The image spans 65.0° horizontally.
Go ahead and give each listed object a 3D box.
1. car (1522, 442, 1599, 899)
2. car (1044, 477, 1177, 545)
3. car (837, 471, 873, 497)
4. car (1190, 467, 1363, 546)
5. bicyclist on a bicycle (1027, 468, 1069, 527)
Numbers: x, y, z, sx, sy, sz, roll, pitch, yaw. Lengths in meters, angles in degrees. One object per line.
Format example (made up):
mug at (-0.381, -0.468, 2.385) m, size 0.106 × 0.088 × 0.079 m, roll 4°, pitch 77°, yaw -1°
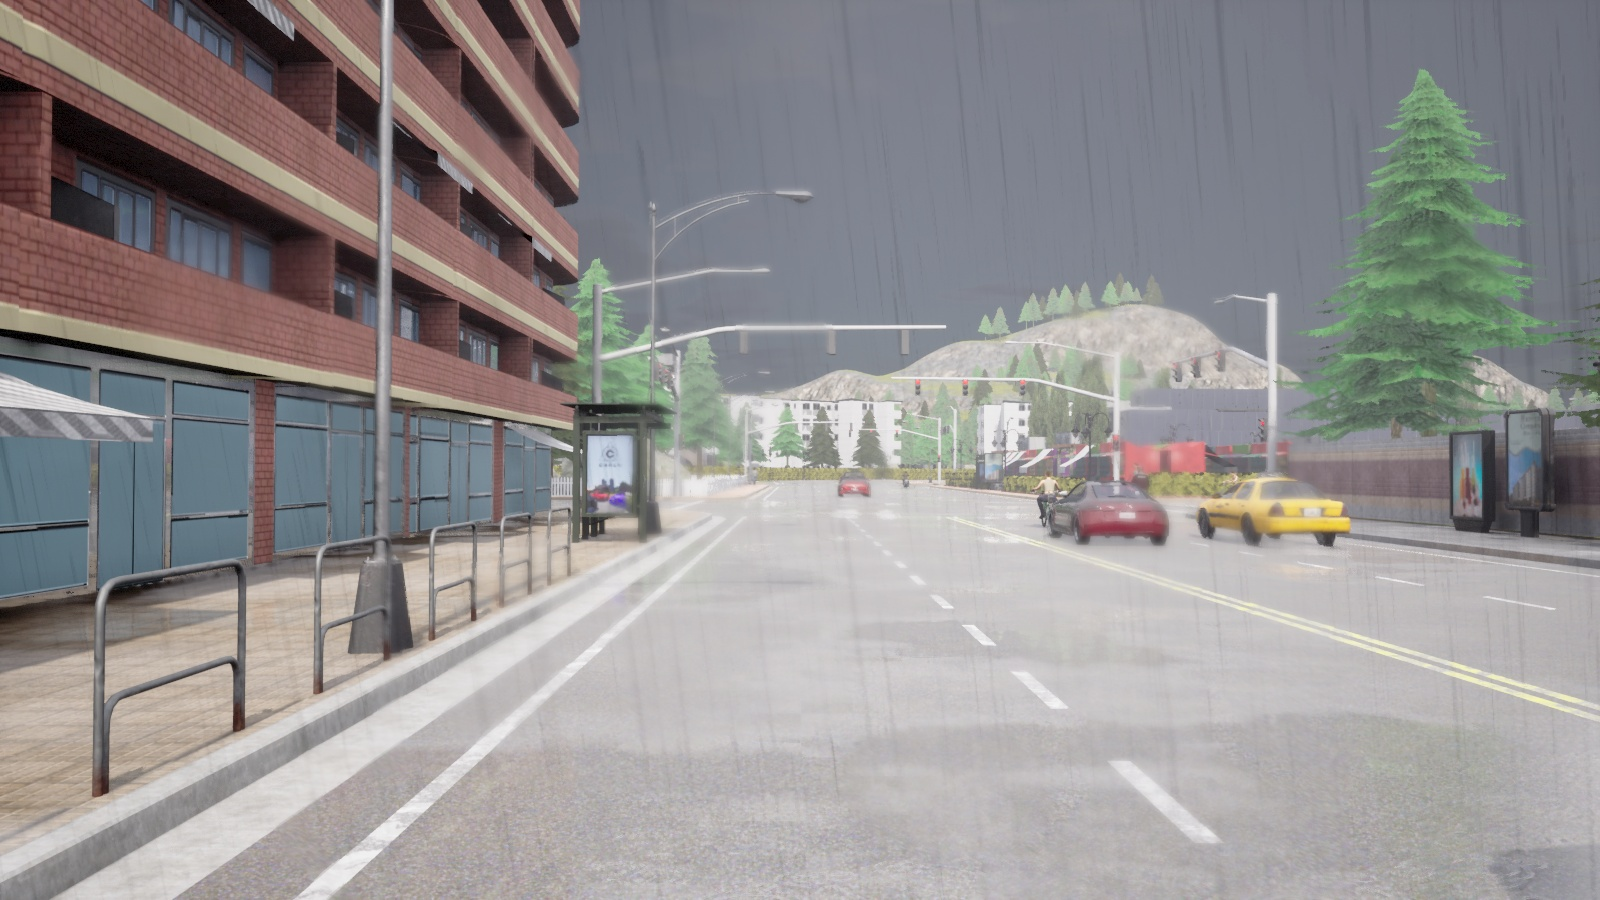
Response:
car at (3.494, 0.762, 1.855) m, size 2.033 × 1.649 × 4.856 m, roll 0°, pitch -1°, yaw 0°
car at (6.923, 1.328, 28.475) m, size 1.994 × 1.385 × 4.181 m, roll 0°, pitch -1°, yaw 0°
car at (3.301, 2.029, 76.449) m, size 2.007 × 1.525 × 4.514 m, roll 0°, pitch -1°, yaw 0°
car at (10.426, 1.181, 27.980) m, size 1.801 × 1.575 × 5.366 m, roll 0°, pitch -1°, yaw 0°
bicyclist on a bicycle at (6.904, 1.310, 34.999) m, size 0.866 × 1.612 × 1.509 m, roll 0°, pitch -1°, yaw 0°
